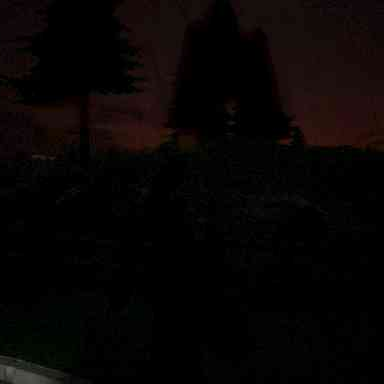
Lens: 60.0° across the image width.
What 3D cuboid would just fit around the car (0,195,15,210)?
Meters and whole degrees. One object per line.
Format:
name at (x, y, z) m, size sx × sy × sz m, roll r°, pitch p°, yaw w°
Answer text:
car at (-25.380, 1.514, 42.565) m, size 1.994 × 1.385 × 4.181 m, roll 0°, pitch 0°, yaw 13°

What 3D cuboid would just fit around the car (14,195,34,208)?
car at (-29.450, 1.252, 55.872) m, size 2.097 × 1.767 × 4.553 m, roll 0°, pitch 1°, yaw 13°
